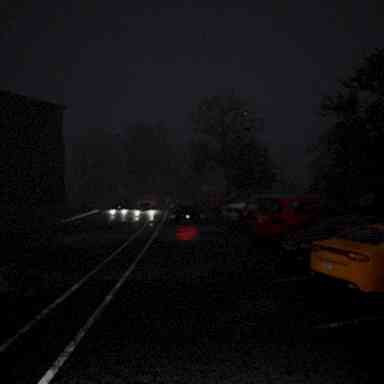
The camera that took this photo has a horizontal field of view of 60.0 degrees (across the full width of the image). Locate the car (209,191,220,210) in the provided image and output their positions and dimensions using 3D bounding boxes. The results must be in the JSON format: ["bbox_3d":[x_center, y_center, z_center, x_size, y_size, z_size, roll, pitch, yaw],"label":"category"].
[{"bbox_3d":[4.607,1.021,31.905,5.566,2.045,2.435,0,2,-23],"label":"car"}]

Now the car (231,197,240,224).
[{"bbox_3d":[5.024,1.348,20.028,4.553,1.767,2.185,0,1,-22],"label":"car"}]

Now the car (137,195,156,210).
[{"bbox_3d":[-5.165,1.129,38.010,1.882,1.535,5.008,0,1,-3],"label":"car"}]

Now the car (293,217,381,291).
[{"bbox_3d":[5.274,1.517,8.147,5.008,1.535,2.097,1,0,-21],"label":"car"}]

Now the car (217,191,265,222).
[{"bbox_3d":[4.942,1.187,22.995,5.566,2.045,2.435,0,1,-22],"label":"car"}]

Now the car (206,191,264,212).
[{"bbox_3d":[4.522,0.957,34.905,5.566,2.045,2.435,0,1,-23],"label":"car"}]

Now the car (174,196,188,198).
[{"bbox_3d":[-1.062,1.155,40.762,1.994,1.385,4.181,0,1,-3],"label":"car"}]

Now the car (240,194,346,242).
[{"bbox_3d":[5.218,1.265,14.107,5.566,2.045,2.435,1,0,-21],"label":"car"}]

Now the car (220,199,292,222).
[{"bbox_3d":[5.034,1.389,26.069,5.366,1.575,1.946,0,1,-22],"label":"car"}]

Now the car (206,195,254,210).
[{"bbox_3d":[4.344,1.146,37.865,4.892,1.521,2.231,0,1,-23],"label":"car"}]

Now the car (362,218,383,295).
[{"bbox_3d":[5.336,1.381,5.181,4.553,1.767,2.185,1,0,-21],"label":"car"}]

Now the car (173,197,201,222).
[{"bbox_3d":[-0.372,1.417,25.323,1.837,1.490,4.892,0,1,-2],"label":"car"}]

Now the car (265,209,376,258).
[{"bbox_3d":[5.248,1.523,11.116,4.892,1.521,2.231,1,0,-21],"label":"car"}]

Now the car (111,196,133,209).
[{"bbox_3d":[-7.991,1.186,38.596,2.033,1.411,5.357,0,1,-3],"label":"car"}]

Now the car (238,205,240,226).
[{"bbox_3d":[5.151,1.530,17.082,4.792,1.488,2.163,1,0,-22],"label":"car"}]

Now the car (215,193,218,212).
[{"bbox_3d":[4.782,1.209,28.967,4.553,1.767,2.185,0,2,-22],"label":"car"}]
